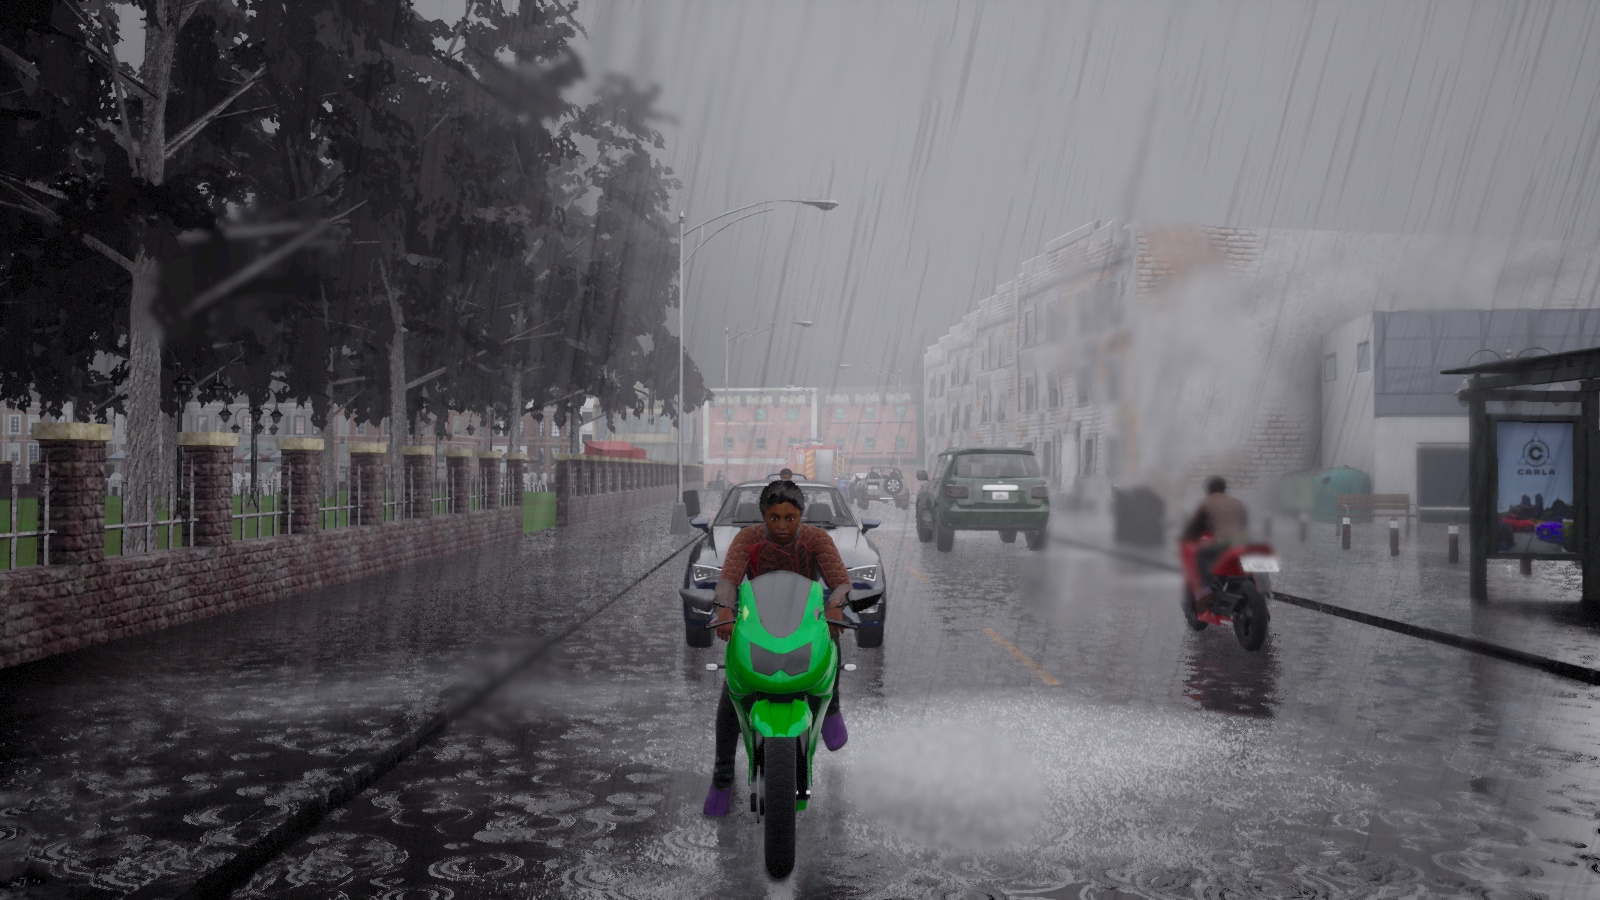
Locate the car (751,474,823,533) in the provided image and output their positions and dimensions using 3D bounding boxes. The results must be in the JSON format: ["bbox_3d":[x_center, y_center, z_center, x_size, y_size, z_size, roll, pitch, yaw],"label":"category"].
[{"bbox_3d":[-0.352,1.401,34.099,1.845,1.501,3.633,0,-1,-1],"label":"car"}]

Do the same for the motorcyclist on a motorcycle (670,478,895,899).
[{"bbox_3d":[-0.073,0.890,5.518,0.797,1.523,2.044,0,-1,-1],"label":"motorcyclist on a motorcycle"}]

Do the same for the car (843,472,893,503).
[{"bbox_3d":[3.337,1.852,62.729,2.163,1.488,4.792,0,-1,-1],"label":"car"}]

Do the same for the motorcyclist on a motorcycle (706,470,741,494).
[{"bbox_3d":[-5.501,2.298,90.142,2.350,1.649,0.766,0,0,15],"label":"motorcyclist on a motorcycle"}]

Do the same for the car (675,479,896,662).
[{"bbox_3d":[-0.140,1.037,12.438,1.816,1.474,4.193,0,-1,-1],"label":"car"}]

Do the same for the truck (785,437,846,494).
[{"bbox_3d":[0.990,1.141,89.544,2.891,3.827,8.468,0,-1,-9],"label":"truck"}]

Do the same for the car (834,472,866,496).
[{"bbox_3d":[3.144,2.156,80.022,1.816,1.474,4.193,0,-1,-1],"label":"car"}]

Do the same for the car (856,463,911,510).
[{"bbox_3d":[3.449,1.496,52.461,1.932,1.855,4.605,0,-1,0],"label":"car"}]

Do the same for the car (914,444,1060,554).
[{"bbox_3d":[3.725,0.957,26.159,2.150,2.045,5.566,0,-1,-1],"label":"car"}]

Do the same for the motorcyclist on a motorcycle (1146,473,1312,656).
[{"bbox_3d":[3.869,0.975,11.534,0.797,1.523,2.044,0,-1,-1],"label":"motorcyclist on a motorcycle"}]
